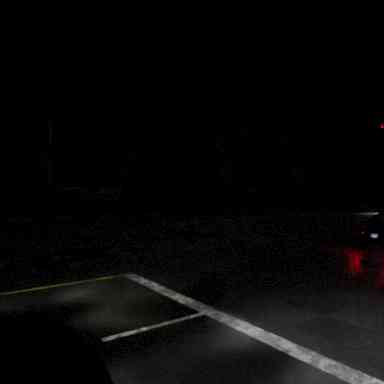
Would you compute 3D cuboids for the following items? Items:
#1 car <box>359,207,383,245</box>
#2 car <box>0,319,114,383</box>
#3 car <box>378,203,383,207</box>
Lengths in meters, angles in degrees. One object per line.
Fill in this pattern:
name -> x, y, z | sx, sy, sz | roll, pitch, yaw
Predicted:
car -> 9.127, 1.562, 14.557 | 4.674, 1.442, 1.812 | 0, 0, -36
car -> -2.749, 1.598, 1.786 | 4.718, 1.301, 1.895 | 0, 0, -36
car -> 22.748, 1.598, 37.374 | 4.892, 1.490, 1.837 | 0, 0, -35
